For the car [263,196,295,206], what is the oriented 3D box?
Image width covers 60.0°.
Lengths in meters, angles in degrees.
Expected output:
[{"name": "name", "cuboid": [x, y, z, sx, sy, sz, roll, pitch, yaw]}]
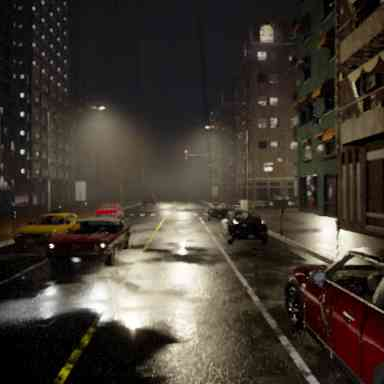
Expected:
[{"name": "car", "cuboid": [12.044, 1.215, 46.044, 4.403, 1.369, 2.008, -1, 1, -2]}]

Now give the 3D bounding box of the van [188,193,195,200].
[{"name": "van", "cuboid": [-0.114, 1.281, 91.810, 1.690, 1.788, 3.998, 0, 0, -2]}]

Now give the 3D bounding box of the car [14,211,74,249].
[{"name": "car", "cuboid": [-6.114, 1.539, 14.827, 1.752, 1.417, 4.829, 0, 0, -2]}]

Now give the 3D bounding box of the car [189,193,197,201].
[{"name": "car", "cuboid": [0.230, 1.502, 80.769, 1.947, 1.339, 4.313, 0, 0, -2]}]

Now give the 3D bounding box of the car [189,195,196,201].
[{"name": "car", "cuboid": [0.054, 1.463, 86.459, 1.752, 1.417, 4.829, 0, 0, -2]}]

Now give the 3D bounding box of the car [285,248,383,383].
[{"name": "car", "cuboid": [2.598, 1.418, 4.195, 1.967, 1.590, 4.097, 0, 0, -2]}]

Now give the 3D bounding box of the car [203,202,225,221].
[{"name": "car", "cuboid": [1.914, 1.503, 26.316, 2.008, 1.369, 4.403, 0, 0, -2]}]

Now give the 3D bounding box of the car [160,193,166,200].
[{"name": "car", "cuboid": [-8.489, 1.556, 91.551, 1.947, 1.339, 4.313, 0, 0, -2]}]

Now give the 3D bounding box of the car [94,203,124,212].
[{"name": "car", "cuboid": [-6.462, 1.547, 26.057, 1.887, 1.381, 4.507, 0, 0, -2]}]

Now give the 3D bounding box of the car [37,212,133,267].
[{"name": "car", "cuboid": [-3.321, 1.603, 11.565, 1.895, 1.301, 4.718, 0, 0, -2]}]

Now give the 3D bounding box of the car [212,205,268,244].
[{"name": "car", "cuboid": [2.257, 1.514, 15.255, 2.008, 1.369, 4.403, 0, 0, -2]}]

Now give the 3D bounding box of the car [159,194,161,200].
[{"name": "car", "cuboid": [-7.635, 1.552, 63.950, 1.947, 1.339, 4.313, 0, 0, -2]}]

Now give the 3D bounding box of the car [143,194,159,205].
[{"name": "car", "cuboid": [-7.466, 1.302, 58.429, 2.192, 1.841, 5.009, 0, 0, -2]}]
